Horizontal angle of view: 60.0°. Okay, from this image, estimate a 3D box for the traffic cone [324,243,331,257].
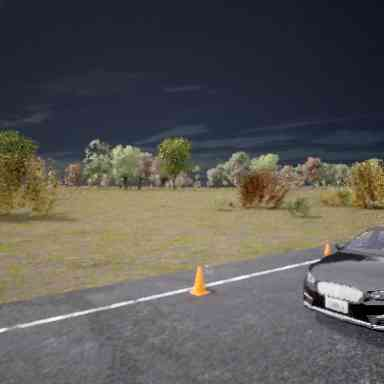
[{"bbox_3d":[4.206,1.889,10.294,0.340,0.580,0.340,-1,0,-36],"label":"traffic cone"}]

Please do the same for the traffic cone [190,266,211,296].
[{"bbox_3d":[0.180,1.937,7.370,0.340,0.580,0.340,-1,0,-36],"label":"traffic cone"}]

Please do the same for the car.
[{"bbox_3d":[4.185,1.434,6.527,4.902,1.511,2.128,-1,0,-36],"label":"car"}]
